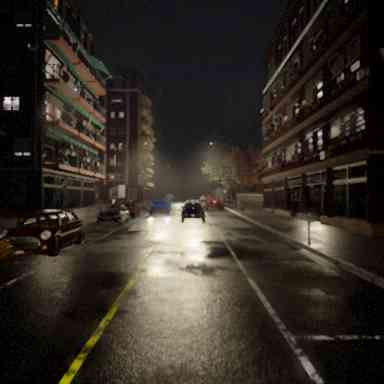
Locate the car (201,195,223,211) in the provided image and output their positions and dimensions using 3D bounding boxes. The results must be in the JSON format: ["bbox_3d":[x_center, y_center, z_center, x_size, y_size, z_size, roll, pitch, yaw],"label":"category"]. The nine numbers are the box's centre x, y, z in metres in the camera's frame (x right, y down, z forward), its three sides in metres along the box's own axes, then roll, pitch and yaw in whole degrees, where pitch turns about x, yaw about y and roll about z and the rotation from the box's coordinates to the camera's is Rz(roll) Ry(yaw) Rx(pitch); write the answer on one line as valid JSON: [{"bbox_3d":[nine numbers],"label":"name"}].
[{"bbox_3d":[2.689,1.340,41.389,2.192,1.841,5.009,1,0,0],"label":"car"}]

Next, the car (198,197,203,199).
[{"bbox_3d":[0.081,1.625,41.201,1.895,1.301,4.718,0,0,0],"label":"car"}]

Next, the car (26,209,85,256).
[{"bbox_3d":[-5.648,1.447,12.902,1.967,1.590,4.097,1,0,0],"label":"car"}]

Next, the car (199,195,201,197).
[{"bbox_3d":[2.668,1.588,79.589,1.752,1.417,4.829,1,0,0],"label":"car"}]

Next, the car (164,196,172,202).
[{"bbox_3d":[-5.713,1.644,79.421,1.802,1.307,4.206,1,0,0],"label":"car"}]

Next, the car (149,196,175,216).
[{"bbox_3d":[-3.060,1.496,32.858,1.882,1.535,5.008,0,0,0],"label":"car"}]

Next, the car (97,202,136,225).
[{"bbox_3d":[-5.654,1.564,24.270,2.008,1.369,4.403,1,0,0],"label":"car"}]

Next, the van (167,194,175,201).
[{"bbox_3d":[-5.713,1.416,90.499,1.690,1.788,3.998,1,0,0],"label":"van"}]

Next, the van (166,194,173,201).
[{"bbox_3d":[-5.710,1.409,84.960,1.690,1.788,3.998,1,0,0],"label":"van"}]

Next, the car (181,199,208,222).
[{"bbox_3d":[0.083,1.540,26.440,1.812,1.442,4.674,0,0,0],"label":"car"}]

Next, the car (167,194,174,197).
[{"bbox_3d":[-5.710,1.638,73.884,1.802,1.307,4.206,1,0,0],"label":"car"}]

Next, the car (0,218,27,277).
[{"bbox_3d":[-5.647,1.529,7.046,1.752,1.417,4.829,1,0,0],"label":"car"}]

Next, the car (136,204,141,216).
[{"bbox_3d":[-5.658,1.598,29.956,1.802,1.307,4.206,1,0,0],"label":"car"}]
